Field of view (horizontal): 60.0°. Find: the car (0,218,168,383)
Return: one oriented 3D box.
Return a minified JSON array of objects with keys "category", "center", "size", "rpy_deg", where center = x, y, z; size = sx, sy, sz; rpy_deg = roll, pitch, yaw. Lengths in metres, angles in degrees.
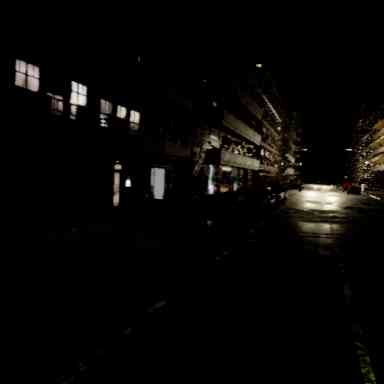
[{"category":"car","center":[-1.962,1.123,4.988],"size":[1.752,1.417,4.829],"rpy_deg":[4,4,21]}]

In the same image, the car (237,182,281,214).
[{"category":"car","center":[4.156,0.391,20.918],"size":[1.967,1.590,4.097],"rpy_deg":[4,4,21]}]

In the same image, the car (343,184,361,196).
[{"category":"car","center":[24.133,-0.298,49.652],"size":[1.752,1.417,4.829],"rpy_deg":[4,4,21]}]

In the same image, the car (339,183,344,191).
[{"category":"car","center":[28.106,-0.702,60.011],"size":[1.887,1.381,4.507],"rpy_deg":[4,4,21]}]

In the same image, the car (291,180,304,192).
[{"category":"car","center":[16.267,-1.020,52.462],"size":[2.192,1.841,5.009],"rpy_deg":[4,4,21]}]

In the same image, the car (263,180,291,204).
[{"category":"car","center":[6.180,0.052,26.169],"size":[2.192,1.841,5.009],"rpy_deg":[4,4,21]}]

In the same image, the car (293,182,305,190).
[{"category":"car","center":[20.292,-1.221,62.993],"size":[1.887,1.381,4.507],"rpy_deg":[4,4,21]}]

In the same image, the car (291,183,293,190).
[{"category":"car","center":[8.184,0.104,31.444],"size":[1.802,1.307,4.206],"rpy_deg":[4,4,21]}]

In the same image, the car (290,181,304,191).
[{"category":"car","center":[18.278,-1.110,57.727],"size":[1.967,1.590,4.097],"rpy_deg":[4,4,21]}]

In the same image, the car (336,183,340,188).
[{"category":"car","center":[36.176,-1.556,81.044],"size":[2.008,1.369,4.403],"rpy_deg":[4,4,21]}]
